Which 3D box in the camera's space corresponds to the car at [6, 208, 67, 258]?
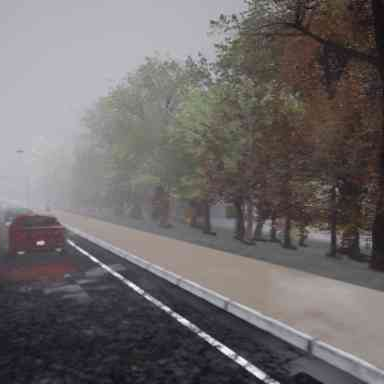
[{"bbox_3d":[-6.401,1.616,13.586,1.882,1.535,5.008,0,0,-29],"label":"car"}]
